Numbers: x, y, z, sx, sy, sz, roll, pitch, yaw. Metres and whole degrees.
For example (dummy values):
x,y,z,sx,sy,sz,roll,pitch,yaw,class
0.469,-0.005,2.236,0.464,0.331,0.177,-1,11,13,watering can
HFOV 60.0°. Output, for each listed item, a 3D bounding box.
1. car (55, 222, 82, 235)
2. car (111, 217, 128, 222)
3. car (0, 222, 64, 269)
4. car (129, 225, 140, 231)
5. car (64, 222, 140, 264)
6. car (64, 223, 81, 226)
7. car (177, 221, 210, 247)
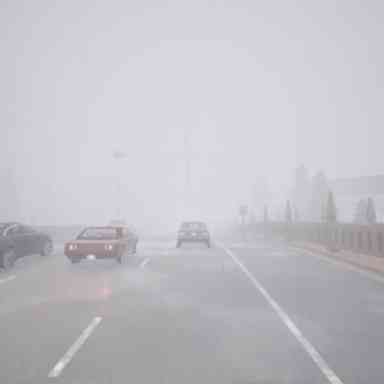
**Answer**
x,y,z,sx,sy,sz,roll,pitch,yaw,class
-17.587,5.232,47.619,2.097,1.767,4.553,0,-6,0,car
-6.916,3.527,32.389,2.097,1.767,4.553,0,-6,0,car
-6.906,1.868,12.379,2.128,1.511,4.902,0,-3,0,car
-14.042,8.865,81.119,1.895,1.301,4.718,0,-4,0,car
-3.407,2.038,13.467,1.895,1.301,4.718,0,-3,0,car
-14.095,4.656,41.077,1.837,1.490,4.892,0,-7,0,car
0.090,2.403,19.460,2.033,1.411,5.357,0,-5,0,car
